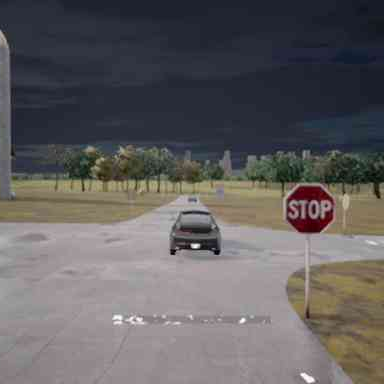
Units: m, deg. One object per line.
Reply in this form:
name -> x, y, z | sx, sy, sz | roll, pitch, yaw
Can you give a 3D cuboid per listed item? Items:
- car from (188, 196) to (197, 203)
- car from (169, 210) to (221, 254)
car -> 0.073, 1.521, 72.122 | 1.812, 1.442, 4.674 | 0, 0, 0
car -> 0.132, 1.515, 13.634 | 1.837, 1.490, 4.892 | 1, 1, 0
